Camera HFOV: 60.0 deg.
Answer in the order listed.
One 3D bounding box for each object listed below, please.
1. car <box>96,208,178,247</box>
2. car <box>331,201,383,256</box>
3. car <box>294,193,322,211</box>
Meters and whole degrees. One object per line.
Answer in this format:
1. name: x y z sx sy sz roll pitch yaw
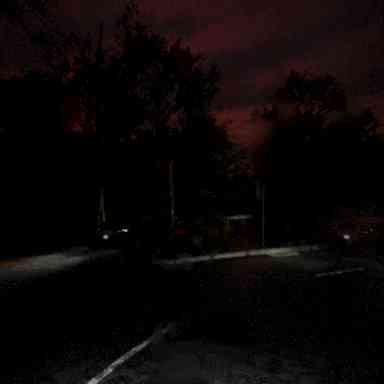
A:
1. car: -2.464 1.538 15.893 2.128 1.511 4.902 0 1 27
2. car: 8.463 1.380 13.745 5.566 2.045 2.150 0 -1 -22
3. car: 7.960 0.877 26.496 4.902 1.511 2.128 -4 1 -17
